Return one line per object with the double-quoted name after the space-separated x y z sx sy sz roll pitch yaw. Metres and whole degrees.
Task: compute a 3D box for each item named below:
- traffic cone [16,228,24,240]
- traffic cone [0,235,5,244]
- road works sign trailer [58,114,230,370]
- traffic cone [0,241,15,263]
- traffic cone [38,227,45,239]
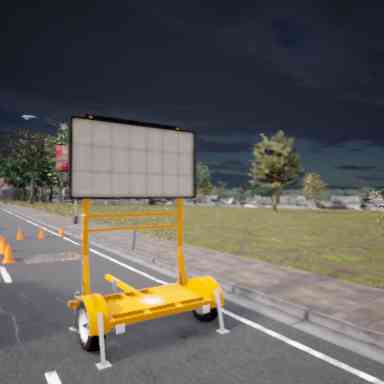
-8.627 2.082 16.648 0.340 0.580 0.340 1 -1 -34 "traffic cone"
-7.233 2.051 12.767 0.340 0.580 0.340 1 -1 -34 "traffic cone"
-1.075 0.520 6.071 2.380 3.560 2.880 1 -1 -34 "road works sign trailer"
-6.121 2.040 11.106 0.340 0.580 0.340 1 -1 -34 "traffic cone"
-7.796 2.090 17.204 0.340 0.580 0.340 1 -1 -34 "traffic cone"
